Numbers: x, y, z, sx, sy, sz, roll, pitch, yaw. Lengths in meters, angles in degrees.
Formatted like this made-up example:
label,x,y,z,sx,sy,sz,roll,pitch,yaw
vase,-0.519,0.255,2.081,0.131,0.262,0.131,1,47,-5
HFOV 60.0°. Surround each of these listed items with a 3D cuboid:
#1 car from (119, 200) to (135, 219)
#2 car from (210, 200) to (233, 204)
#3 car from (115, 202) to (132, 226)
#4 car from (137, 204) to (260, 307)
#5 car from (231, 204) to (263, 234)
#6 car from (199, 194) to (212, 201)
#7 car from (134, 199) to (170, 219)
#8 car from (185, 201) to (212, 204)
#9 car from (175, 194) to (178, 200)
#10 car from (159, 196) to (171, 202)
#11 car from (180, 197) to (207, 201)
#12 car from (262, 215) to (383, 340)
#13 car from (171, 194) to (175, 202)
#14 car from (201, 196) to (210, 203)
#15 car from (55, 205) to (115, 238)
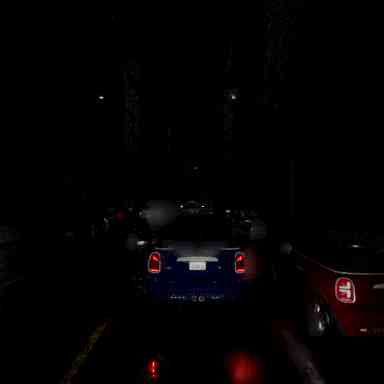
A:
label,x,y,z,sx,sy,sz,roll,pitch,yaw
car,-5.663,1.443,28.556,1.967,1.590,4.097,0,0,0
car,2.863,1.568,28.553,1.947,1.339,4.313,0,0,0
car,-5.664,1.583,23.055,1.802,1.307,4.206,0,0,0
car,0.102,1.352,8.117,2.097,1.767,4.553,0,0,0
car,2.859,1.551,17.551,2.008,1.369,4.403,0,0,0
car,2.908,1.482,65.644,1.967,1.590,4.097,0,0,0
car,-3.025,1.527,26.152,1.812,1.442,4.674,0,0,0
car,0.101,1.478,17.398,1.882,1.535,5.008,0,0,0
car,-5.559,1.635,92.532,1.752,1.417,4.829,0,0,0
car,-5.616,1.624,65.659,1.802,1.307,4.206,0,0,0
car,0.008,1.459,27.419,1.801,1.575,5.366,0,0,0
car,2.856,1.440,6.548,1.967,1.590,4.097,0,0,0
car,-5.593,1.614,76.476,2.008,1.369,4.403,0,0,0
car,2.920,1.577,71.223,1.752,1.417,4.829,0,0,0
car,-5.666,1.566,17.553,1.947,1.339,4.313,0,0,0
